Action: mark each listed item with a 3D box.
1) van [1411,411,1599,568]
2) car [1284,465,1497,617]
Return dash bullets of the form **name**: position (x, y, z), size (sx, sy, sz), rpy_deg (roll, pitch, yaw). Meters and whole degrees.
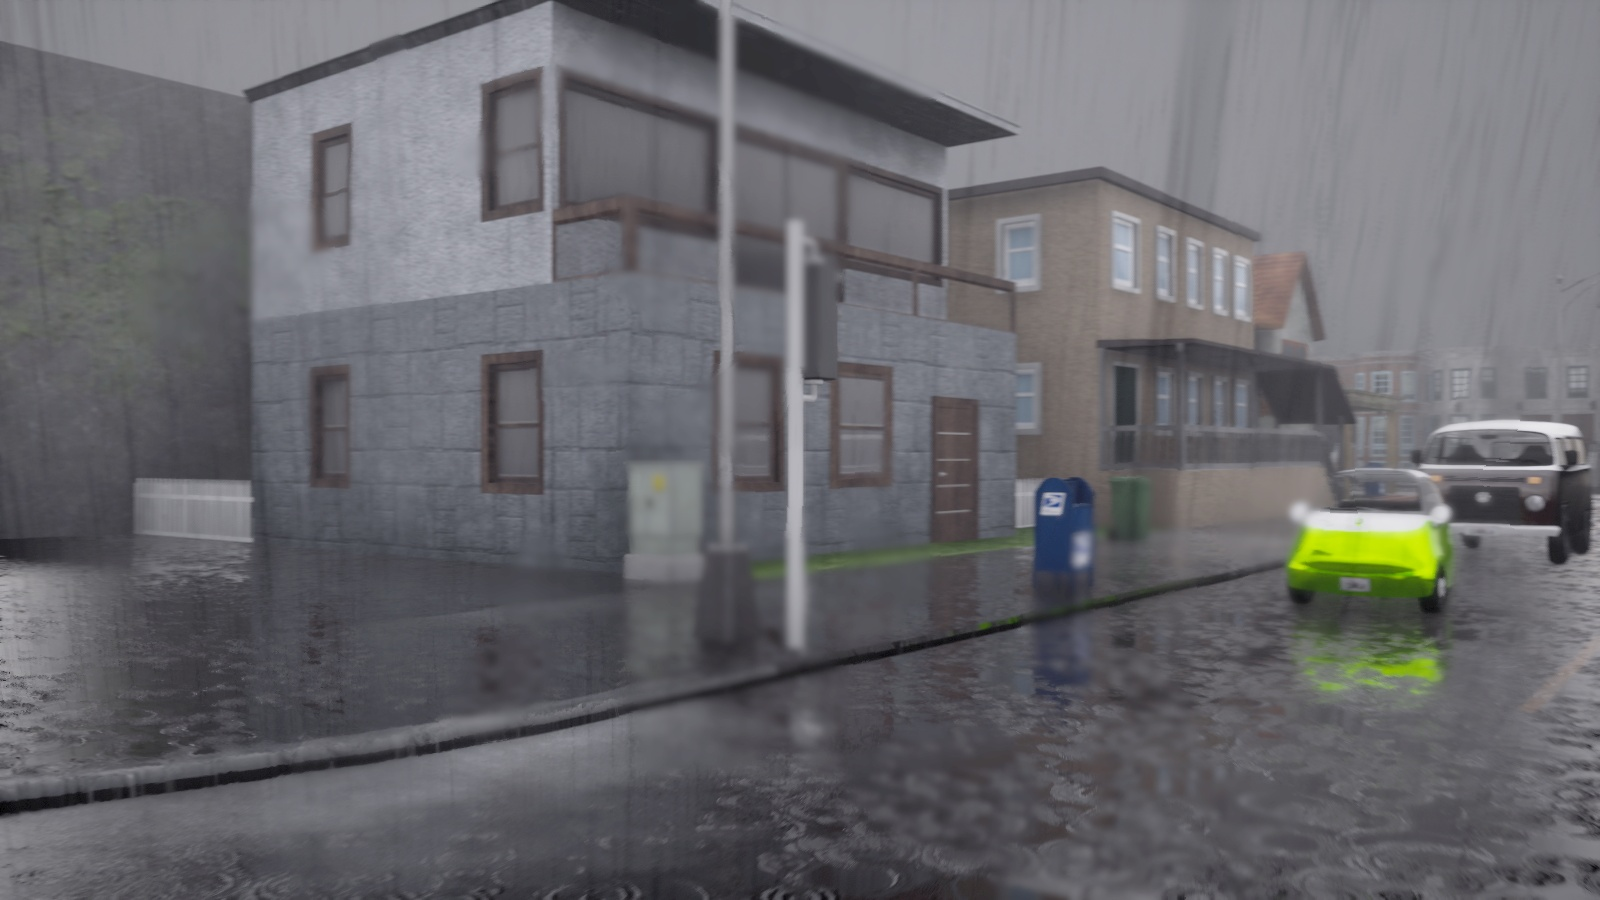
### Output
- **van**: position (10.787, 0.524, 18.730), size (2.069, 2.038, 4.480), rpy_deg (-1, 0, 39)
- **car**: position (6.033, 0.844, 12.766), size (1.481, 1.376, 2.207), rpy_deg (-1, -1, 39)
